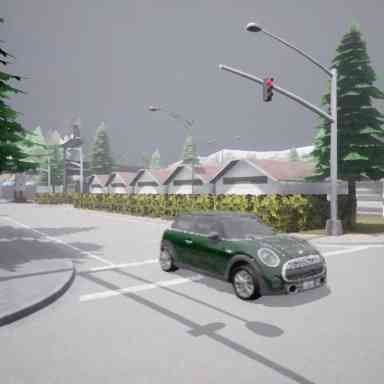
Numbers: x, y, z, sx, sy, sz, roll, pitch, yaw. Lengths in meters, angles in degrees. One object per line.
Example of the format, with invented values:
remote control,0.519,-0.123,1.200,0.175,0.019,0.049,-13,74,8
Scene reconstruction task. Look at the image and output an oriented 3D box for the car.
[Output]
car,1.040,1.311,8.565,2.097,1.767,4.553,0,-1,-36
